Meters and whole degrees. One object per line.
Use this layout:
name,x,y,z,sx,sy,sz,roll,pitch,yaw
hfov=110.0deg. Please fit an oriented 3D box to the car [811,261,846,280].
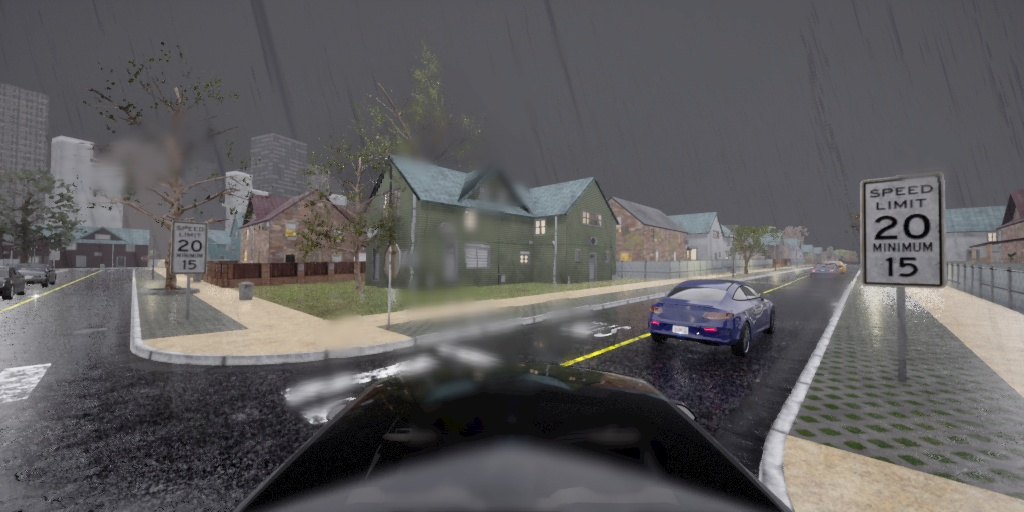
car,27.675,1.304,31.559,5.357,1.411,2.033,0,0,-45

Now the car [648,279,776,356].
car,4.905,1.273,8.637,1.812,1.442,4.674,-1,0,45

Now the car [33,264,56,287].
car,-31.946,1.259,23.773,4.902,1.511,2.128,0,-2,43

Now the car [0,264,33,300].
car,-24.616,1.239,16.815,4.892,1.490,1.837,0,-2,43
